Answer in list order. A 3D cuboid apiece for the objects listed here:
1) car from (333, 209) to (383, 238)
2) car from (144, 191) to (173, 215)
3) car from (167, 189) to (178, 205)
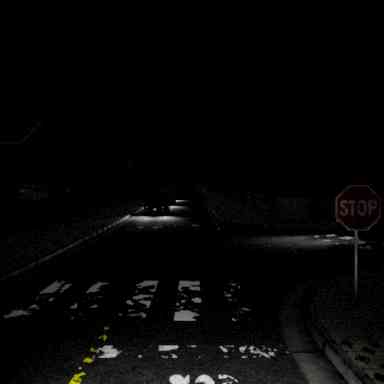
[{"bbox_3d":[9.685,1.555,17.319,4.718,1.301,1.895,0,0,-25],"label":"car"},{"bbox_3d":[-2.861,1.010,27.968,1.837,1.490,4.892,0,2,0],"label":"car"},{"bbox_3d":[-2.868,0.681,38.025,1.812,1.442,4.674,0,2,0],"label":"car"}]
